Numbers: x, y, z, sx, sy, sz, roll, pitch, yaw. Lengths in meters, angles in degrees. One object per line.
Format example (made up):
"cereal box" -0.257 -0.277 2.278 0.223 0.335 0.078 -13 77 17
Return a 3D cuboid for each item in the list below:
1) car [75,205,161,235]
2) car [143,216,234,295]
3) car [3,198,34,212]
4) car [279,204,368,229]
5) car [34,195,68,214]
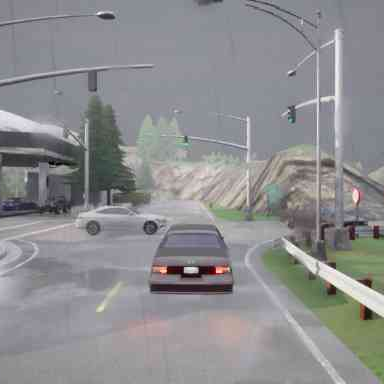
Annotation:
"car" -3.640 1.415 17.379 4.674 1.442 1.812 0 0 -1
"car" 0.035 1.547 8.895 2.033 1.411 5.357 0 0 1
"car" -20.302 1.480 39.482 2.242 1.667 4.611 0 0 -1
"car" 6.672 1.358 17.602 2.033 1.411 5.357 0 0 -16
"car" -14.587 1.313 35.214 1.905 1.878 3.866 0 0 -1
